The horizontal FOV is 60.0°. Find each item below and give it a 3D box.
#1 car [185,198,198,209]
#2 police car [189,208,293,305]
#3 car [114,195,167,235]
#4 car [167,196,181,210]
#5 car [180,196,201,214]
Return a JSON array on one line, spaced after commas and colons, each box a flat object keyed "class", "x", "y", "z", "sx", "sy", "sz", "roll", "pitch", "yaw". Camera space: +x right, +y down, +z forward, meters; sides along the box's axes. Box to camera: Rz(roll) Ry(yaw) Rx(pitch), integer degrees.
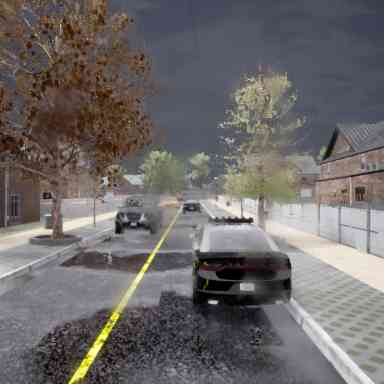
[{"class": "car", "x": -0.044, "y": 1.564, "z": 46.724, "sx": 1.812, "sy": 1.442, "sz": 4.674, "roll": 0, "pitch": 0, "yaw": 0}, {"class": "police car", "x": 0.945, "y": 1.430, "z": 8.288, "sx": 1.930, "sy": 1.638, "sz": 5.238, "roll": 0, "pitch": 0, "yaw": 0}, {"class": "car", "x": -2.891, "y": 1.233, "z": 19.199, "sx": 2.150, "sy": 2.045, "sz": 5.566, "roll": 0, "pitch": 0, "yaw": 0}, {"class": "car", "x": -2.842, "y": 1.513, "z": 44.759, "sx": 1.882, "sy": 1.535, "sz": 5.008, "roll": 0, "pitch": 0, "yaw": 0}, {"class": "car", "x": 0.004, "y": 1.503, "z": 36.279, "sx": 1.882, "sy": 1.535, "sz": 5.008, "roll": 0, "pitch": 0, "yaw": 0}]
